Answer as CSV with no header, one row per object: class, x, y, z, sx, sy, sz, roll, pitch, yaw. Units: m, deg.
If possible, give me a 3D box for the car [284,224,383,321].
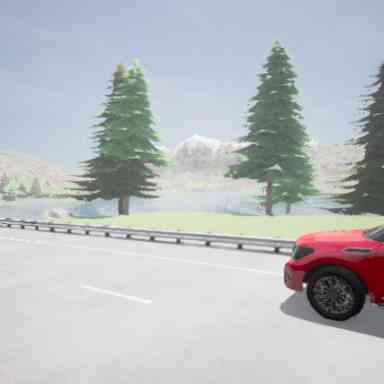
car,4.406,1.137,5.432,5.566,2.045,2.150,0,0,35
